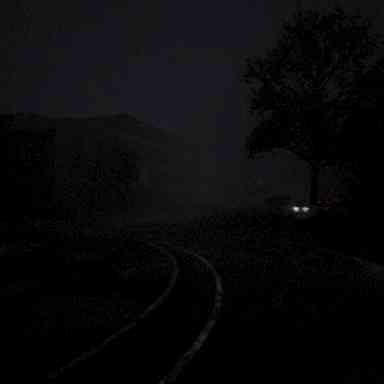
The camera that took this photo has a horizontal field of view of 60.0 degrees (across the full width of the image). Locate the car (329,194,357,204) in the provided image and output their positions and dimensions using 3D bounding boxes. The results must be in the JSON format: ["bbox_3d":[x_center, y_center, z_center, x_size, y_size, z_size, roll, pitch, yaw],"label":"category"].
[{"bbox_3d":[29.452,1.622,64.108,4.553,1.767,2.185,0,1,18],"label":"car"}]

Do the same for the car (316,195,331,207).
[{"bbox_3d":[21.593,1.719,55.274,1.812,1.442,4.674,0,0,18],"label":"car"}]

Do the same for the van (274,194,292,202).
[{"bbox_3d":[24.452,1.568,89.325,4.442,1.987,1.878,0,0,18],"label":"van"}]

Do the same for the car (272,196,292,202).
[{"bbox_3d":[23.457,1.814,86.676,4.792,1.488,2.163,0,0,18],"label":"car"}]

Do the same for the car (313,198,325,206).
[{"bbox_3d":[24.066,1.804,63.155,1.994,1.385,4.181,0,0,18],"label":"car"}]

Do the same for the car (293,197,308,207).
[{"bbox_3d":[17.527,1.761,53.196,1.895,1.301,4.718,0,0,17],"label":"car"}]

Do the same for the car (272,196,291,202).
[{"bbox_3d":[22.633,1.816,83.973,4.674,1.452,2.002,0,0,18],"label":"car"}]

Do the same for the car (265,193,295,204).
[{"bbox_3d":[18.331,1.471,70.515,5.566,2.045,2.435,0,0,18],"label":"car"}]

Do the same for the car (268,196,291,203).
[{"bbox_3d":[20.061,1.747,75.895,5.008,1.535,2.097,0,0,18],"label":"car"}]

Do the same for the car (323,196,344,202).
[{"bbox_3d":[36.369,1.869,85.621,4.792,1.488,2.163,0,0,18],"label":"car"}]

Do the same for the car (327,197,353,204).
[{"bbox_3d":[32.082,1.794,72.170,4.892,1.521,2.231,0,0,18],"label":"car"}]
